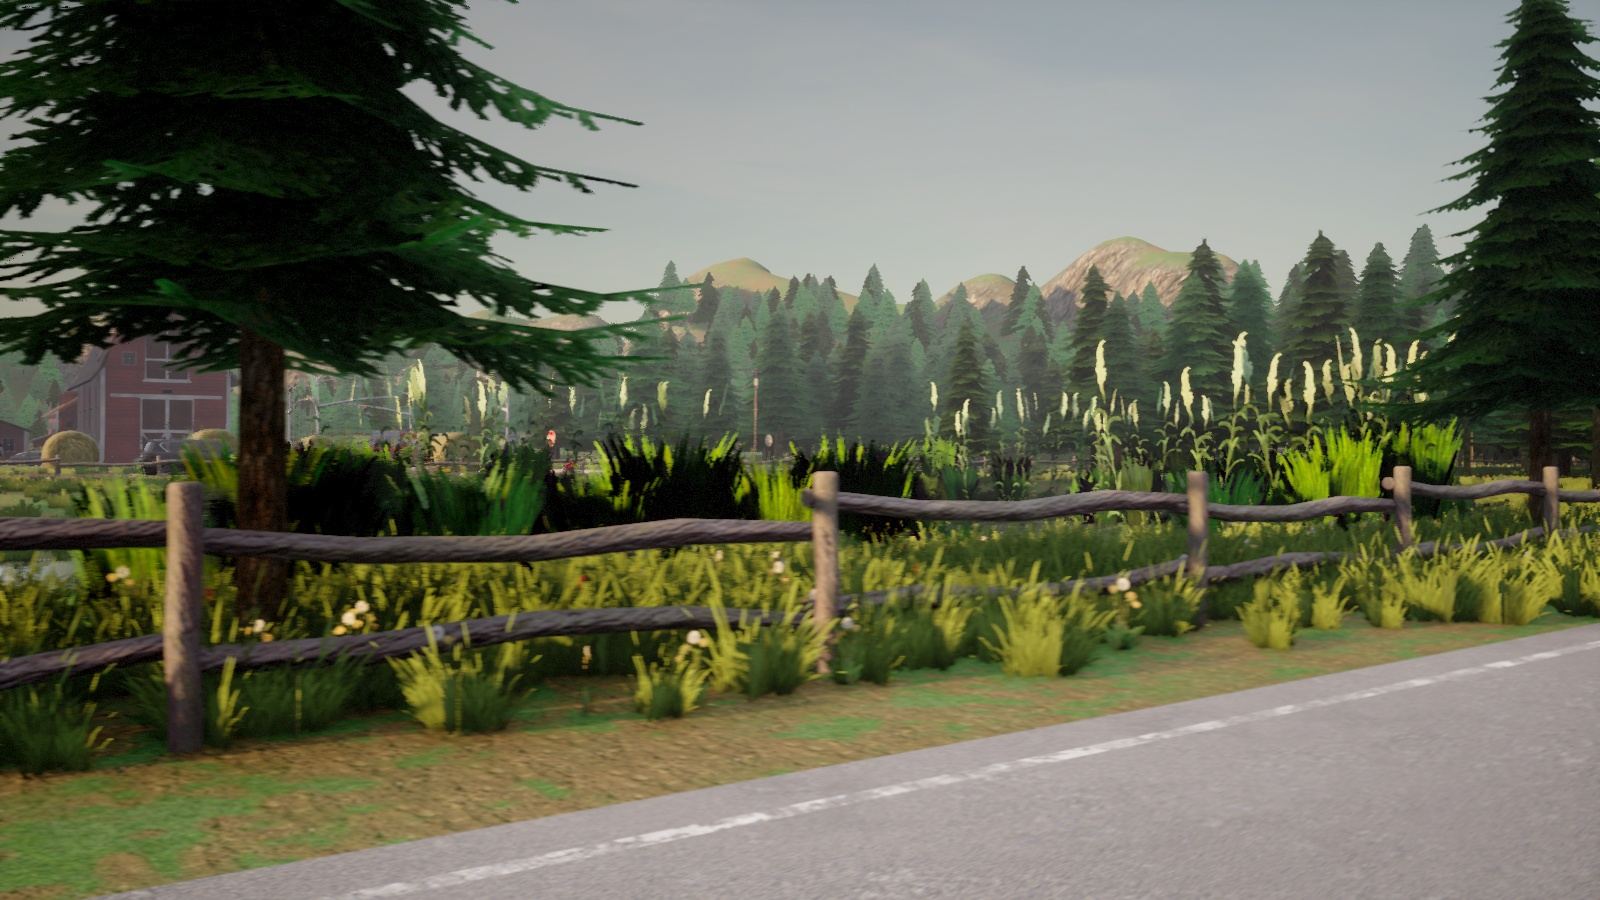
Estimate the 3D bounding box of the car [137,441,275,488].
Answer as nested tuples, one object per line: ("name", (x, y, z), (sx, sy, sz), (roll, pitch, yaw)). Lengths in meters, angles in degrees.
("car", (-27.355, 0.639, 57.913), (5.566, 2.045, 2.150), (0, 0, -31))
